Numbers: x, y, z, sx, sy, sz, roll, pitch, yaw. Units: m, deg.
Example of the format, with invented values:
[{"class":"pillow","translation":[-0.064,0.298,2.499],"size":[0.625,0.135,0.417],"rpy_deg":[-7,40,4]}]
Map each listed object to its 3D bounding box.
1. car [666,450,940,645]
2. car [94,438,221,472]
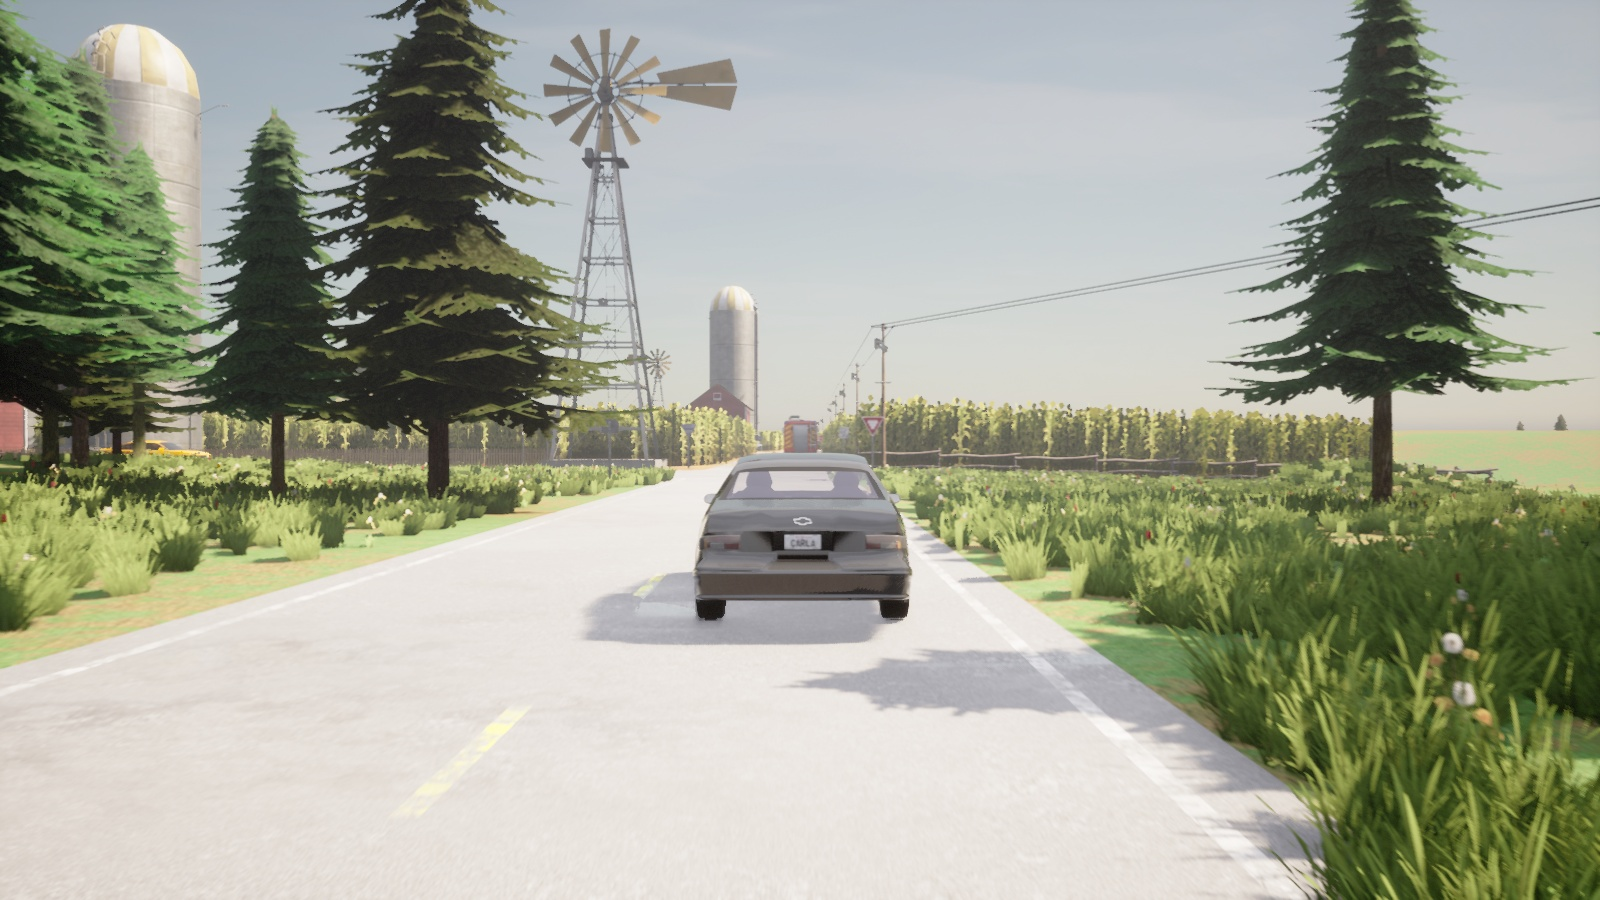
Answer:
[{"class":"car","translation":[0.022,0.726,11.999],"size":[2.033,1.411,5.357],"rpy_deg":[0,0,0]},{"class":"car","translation":[-30.090,0.230,58.905],"size":[5.008,1.535,1.882],"rpy_deg":[0,0,1]}]
